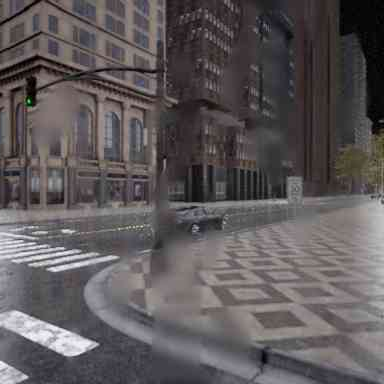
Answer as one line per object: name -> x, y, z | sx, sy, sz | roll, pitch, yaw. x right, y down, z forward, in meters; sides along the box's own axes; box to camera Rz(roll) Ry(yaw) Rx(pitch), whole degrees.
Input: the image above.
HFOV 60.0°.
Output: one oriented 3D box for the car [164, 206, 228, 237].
car -> 0.218, 1.543, 18.234 | 1.837, 1.490, 4.892 | 0, 0, 35
